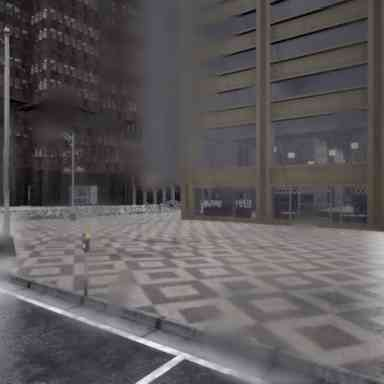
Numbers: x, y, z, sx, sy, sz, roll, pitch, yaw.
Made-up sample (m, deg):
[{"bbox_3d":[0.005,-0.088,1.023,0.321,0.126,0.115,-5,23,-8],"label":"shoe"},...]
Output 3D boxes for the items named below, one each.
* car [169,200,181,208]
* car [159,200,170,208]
[{"bbox_3d":[-1.558,2.299,61.026,1.812,1.442,4.674,0,-1,35],"label":"car"},{"bbox_3d":[-4.214,2.256,62.898,2.128,1.511,4.902,0,-1,35],"label":"car"}]
